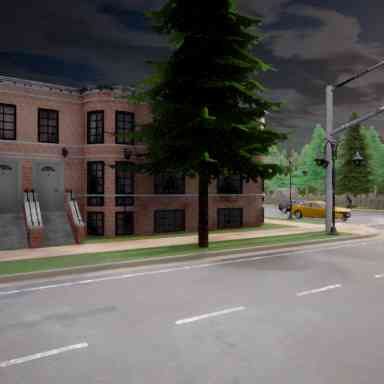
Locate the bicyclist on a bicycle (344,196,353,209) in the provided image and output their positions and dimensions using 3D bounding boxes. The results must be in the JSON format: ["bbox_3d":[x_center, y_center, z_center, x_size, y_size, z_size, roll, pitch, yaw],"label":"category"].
[{"bbox_3d":[19.144,1.301,40.639,1.656,1.620,0.582,0,0,-31],"label":"bicyclist on a bicycle"}]

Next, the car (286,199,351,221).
[{"bbox_3d":[10.390,1.478,27.031,1.882,1.535,5.008,0,0,-31],"label":"car"}]

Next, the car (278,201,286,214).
[{"bbox_3d":[10.824,1.491,33.156,2.128,1.511,4.902,0,0,-31],"label":"car"}]
